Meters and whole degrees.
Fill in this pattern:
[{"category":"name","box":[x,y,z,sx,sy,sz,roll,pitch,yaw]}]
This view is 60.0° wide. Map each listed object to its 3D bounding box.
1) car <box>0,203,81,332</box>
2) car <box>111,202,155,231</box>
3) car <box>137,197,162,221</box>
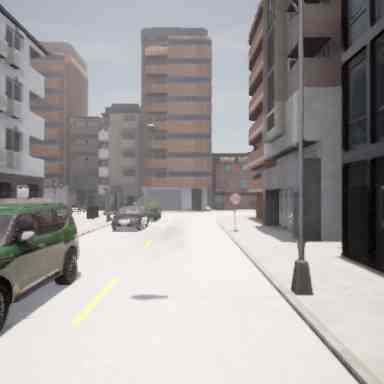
[{"category":"car","box":[-4.092,1.280,6.862,2.150,2.045,5.566,0,-1,0]},{"category":"car","box":[-4.003,1.684,22.111,2.128,1.511,4.902,0,-1,0]},{"category":"car","box":[-3.978,1.480,30.084,2.150,2.045,5.566,0,-1,0]}]
